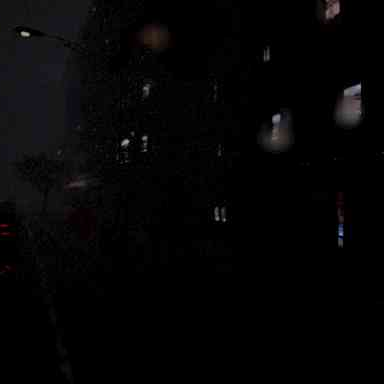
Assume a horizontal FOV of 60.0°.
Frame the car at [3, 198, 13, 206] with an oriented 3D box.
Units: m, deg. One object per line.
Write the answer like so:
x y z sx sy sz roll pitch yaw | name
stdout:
-42.239 2.242 76.159 1.801 1.575 5.366 3 -2 -31 | car

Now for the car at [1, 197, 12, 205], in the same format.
-45.259 2.186 81.126 2.097 1.767 4.553 3 -2 -31 | car

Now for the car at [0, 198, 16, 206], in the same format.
-22.134 1.867 39.671 1.882 1.535 5.008 3 -1 -29 | car

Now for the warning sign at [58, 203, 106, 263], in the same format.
-3.661 1.311 11.075 1.300 1.860 1.060 2 -2 -27 | warning sign

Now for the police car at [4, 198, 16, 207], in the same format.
-37.030 2.126 67.467 1.930 1.638 5.238 3 -2 -31 | police car

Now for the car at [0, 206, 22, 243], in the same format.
-9.718 1.665 16.691 1.837 1.490 4.892 3 -2 -28 | car
